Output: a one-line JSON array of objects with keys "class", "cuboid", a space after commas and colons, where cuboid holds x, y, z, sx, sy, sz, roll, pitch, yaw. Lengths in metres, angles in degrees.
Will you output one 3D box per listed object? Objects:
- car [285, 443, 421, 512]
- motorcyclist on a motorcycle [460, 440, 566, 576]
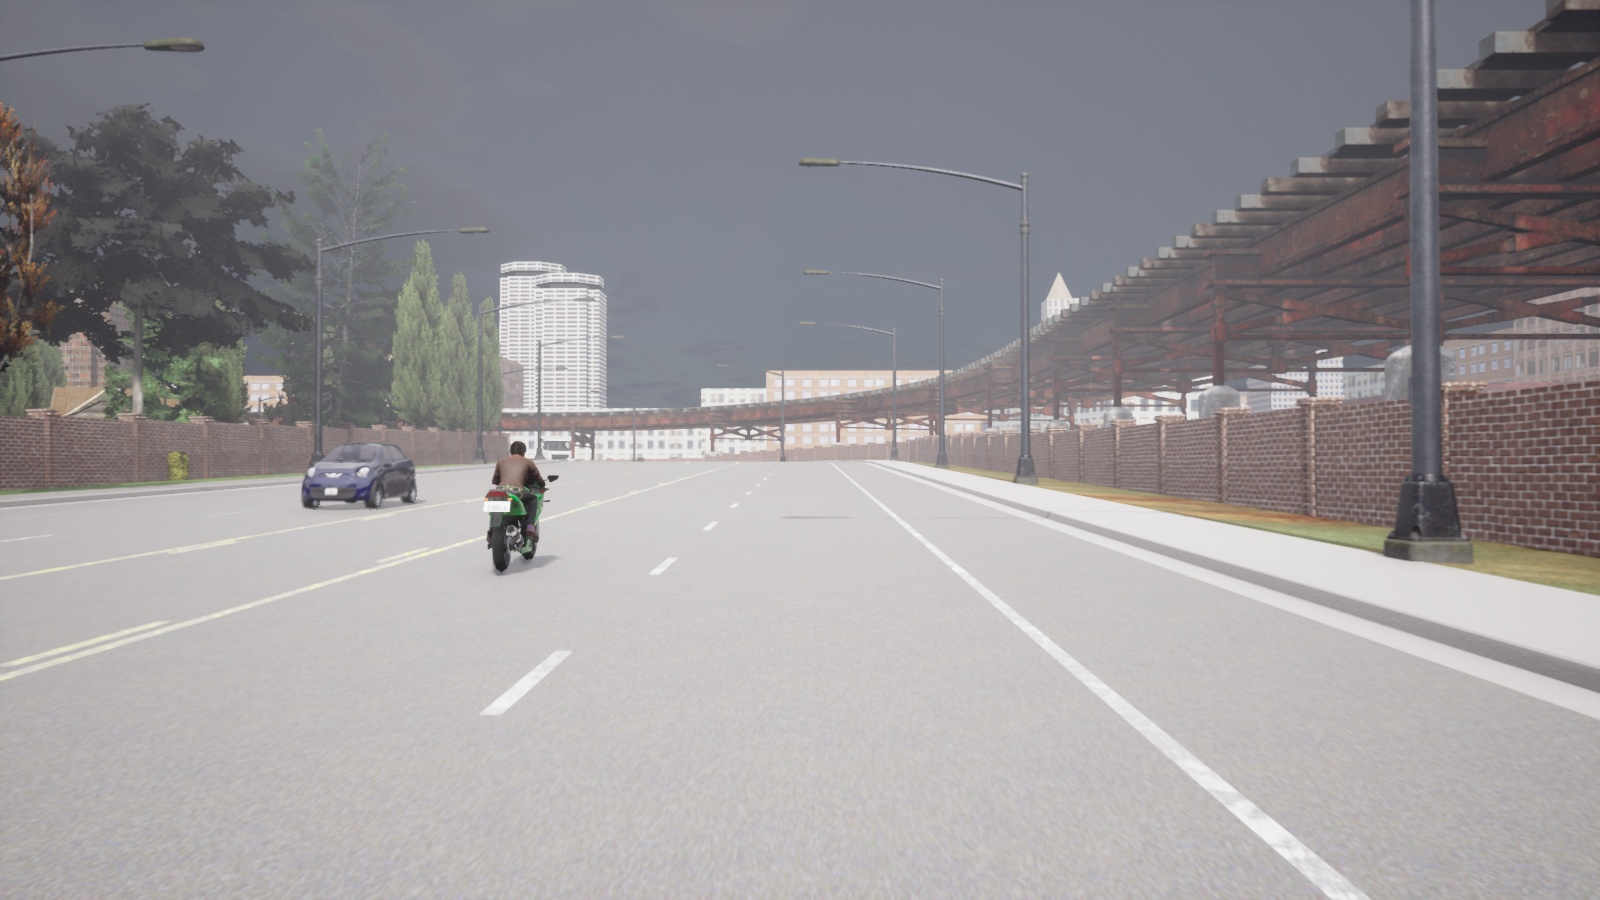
[{"class": "car", "cuboid": [-10.314, 0.593, 29.249, 1.845, 1.501, 3.633, 0, 0, 0]}, {"class": "motorcyclist on a motorcycle", "cuboid": [-3.396, 0.644, 15.051, 0.797, 1.523, 2.044, 0, 0, 0]}]
